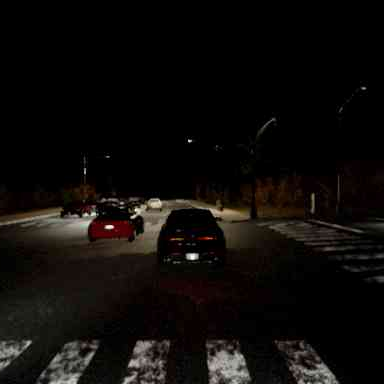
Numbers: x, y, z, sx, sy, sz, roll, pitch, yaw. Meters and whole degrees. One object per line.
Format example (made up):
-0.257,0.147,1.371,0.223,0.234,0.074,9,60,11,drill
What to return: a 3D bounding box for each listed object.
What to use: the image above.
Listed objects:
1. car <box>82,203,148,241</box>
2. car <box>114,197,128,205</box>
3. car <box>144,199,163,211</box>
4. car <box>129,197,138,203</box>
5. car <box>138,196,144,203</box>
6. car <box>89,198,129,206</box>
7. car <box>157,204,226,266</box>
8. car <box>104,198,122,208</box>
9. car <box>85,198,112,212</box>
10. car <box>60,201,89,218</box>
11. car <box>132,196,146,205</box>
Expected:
-3.421,1.410,15.618,1.994,1.385,4.181,-1,0,-1,car
-12.751,1.667,60.111,1.895,1.301,4.718,0,0,-6,car
-4.585,1.546,41.093,1.812,1.442,4.674,0,0,-4,car
-7.874,1.583,39.062,1.994,1.385,4.181,0,0,-3,car
-8.506,1.526,49.063,2.128,1.511,4.902,0,0,-4,car
-7.396,1.497,30.188,2.128,1.511,4.902,0,0,-3,car
-0.046,1.283,10.696,1.837,1.490,4.892,-1,2,-1,car
-11.827,1.602,49.828,1.994,1.385,4.181,0,0,-5,car
-11.182,1.513,40.075,2.128,1.511,4.902,0,0,-3,car
-10.688,1.534,30.964,1.812,1.442,4.674,0,0,-3,car
-9.404,1.553,59.238,2.128,1.511,4.902,0,0,-5,car
